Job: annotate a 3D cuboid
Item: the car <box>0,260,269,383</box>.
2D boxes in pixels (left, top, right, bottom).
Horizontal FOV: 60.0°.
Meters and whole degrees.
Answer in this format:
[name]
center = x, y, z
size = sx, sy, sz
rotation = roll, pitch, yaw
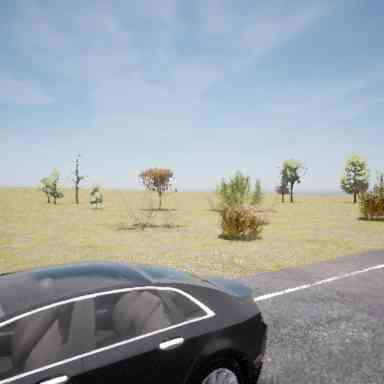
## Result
[car]
center = -1.423, 1.505, 2.976
size = 4.892, 1.490, 1.837
rotation = 0, 0, -35
